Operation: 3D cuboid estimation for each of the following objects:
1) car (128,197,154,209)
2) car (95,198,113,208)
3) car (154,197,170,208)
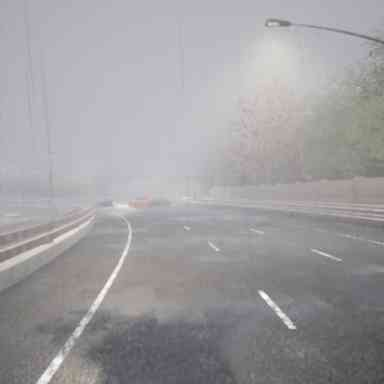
[{"bbox_3d":[-7.652,1.435,47.878,2.097,1.767,4.553,-1,0,-26],"label":"car"},{"bbox_3d":[-13.863,1.660,52.233,1.837,1.490,4.892,0,0,-30],"label":"car"},{"bbox_3d":[-4.984,1.543,50.405,2.128,1.511,4.902,-1,0,-27],"label":"car"}]
